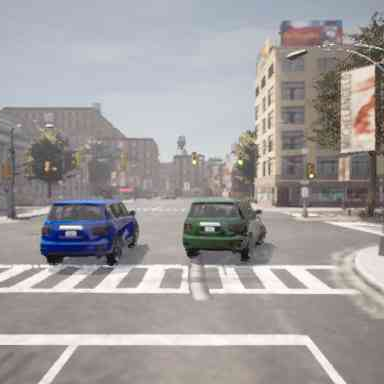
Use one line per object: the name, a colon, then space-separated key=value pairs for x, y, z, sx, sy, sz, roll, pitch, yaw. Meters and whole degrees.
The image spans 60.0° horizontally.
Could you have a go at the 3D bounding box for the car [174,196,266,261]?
car: x=1.400 y=1.264 z=12.859 sx=2.150 sy=2.045 sz=5.566 roll=-1 pitch=-1 yaw=18

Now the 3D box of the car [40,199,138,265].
car: x=-3.380 y=1.262 z=11.982 sx=2.150 sy=2.045 sz=5.566 roll=0 pitch=0 yaw=0
